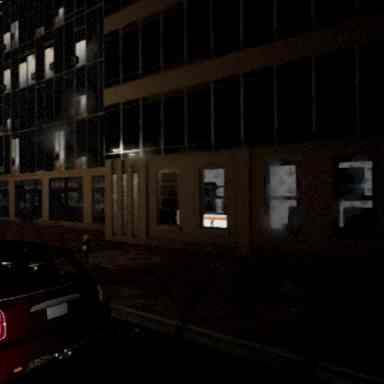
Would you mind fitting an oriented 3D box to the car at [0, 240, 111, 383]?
[{"bbox_3d":[-3.207,1.478,5.161,4.097,1.590,1.967,0,0,35],"label":"car"}]
